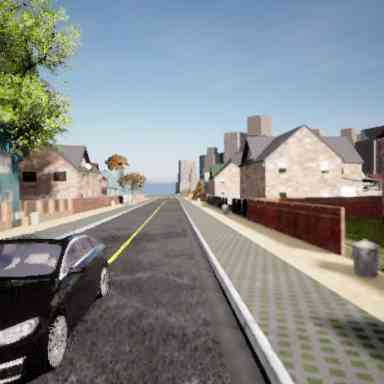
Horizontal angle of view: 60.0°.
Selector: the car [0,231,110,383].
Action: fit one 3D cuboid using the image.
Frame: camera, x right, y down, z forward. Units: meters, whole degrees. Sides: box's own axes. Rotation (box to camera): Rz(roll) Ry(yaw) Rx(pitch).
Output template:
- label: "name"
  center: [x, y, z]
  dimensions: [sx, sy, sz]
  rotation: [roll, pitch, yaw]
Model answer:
- label: "car"
  center: [-2.692, 1.505, 5.683]
  dimensions: [2.128, 1.511, 4.902]
  rotation: [-1, 0, -3]
